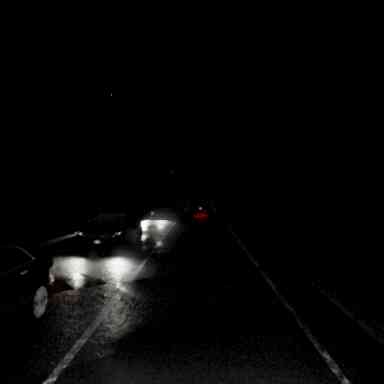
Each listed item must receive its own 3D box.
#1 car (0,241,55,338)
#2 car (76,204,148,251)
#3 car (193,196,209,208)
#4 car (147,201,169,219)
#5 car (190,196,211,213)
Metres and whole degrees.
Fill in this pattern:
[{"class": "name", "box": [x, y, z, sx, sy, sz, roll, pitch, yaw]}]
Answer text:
[{"class": "car", "box": [-3.522, 1.484, 4.330, 1.837, 1.490, 4.892, 0, 0, 2]}, {"class": "car", "box": [-3.266, 1.466, 14.014, 1.812, 1.442, 4.674, 0, 0, 2]}, {"class": "car", "box": [1.232, 1.356, 46.961, 2.128, 1.511, 4.902, 0, 0, 2]}, {"class": "car", "box": [-2.919, 1.404, 26.698, 1.994, 1.385, 4.181, 0, 1, 1]}, {"class": "car", "box": [0.893, 1.336, 34.737, 1.837, 1.490, 4.892, 0, 1, 2]}]
